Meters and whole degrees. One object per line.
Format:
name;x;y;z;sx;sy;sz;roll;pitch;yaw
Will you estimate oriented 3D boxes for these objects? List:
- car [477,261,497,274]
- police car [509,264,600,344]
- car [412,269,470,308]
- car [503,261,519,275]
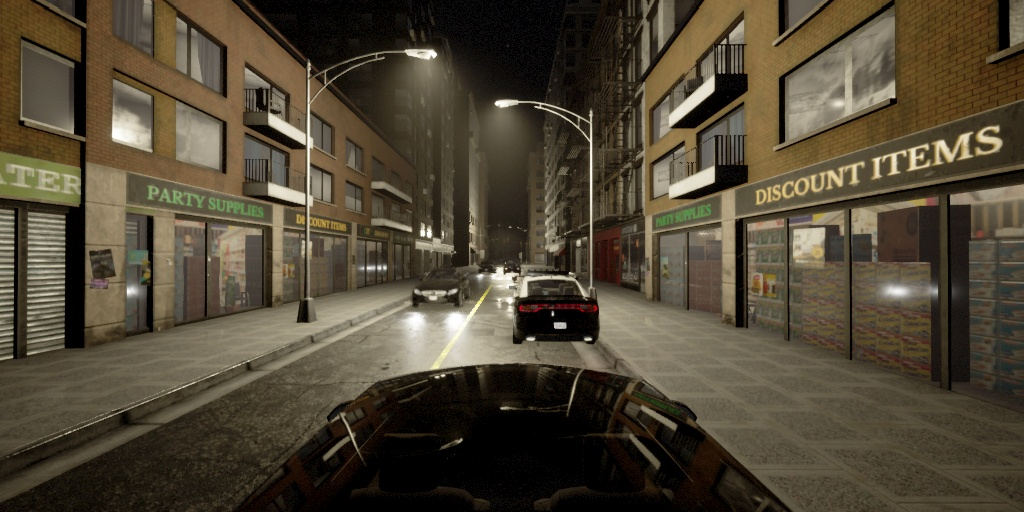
car;-2.802;1.279;40.953;1.837;1.490;4.892;0;0;0
police car;0.953;1.178;9.702;1.930;1.638;5.238;0;0;0
car;-2.867;1.279;15.377;1.812;1.442;4.674;0;0;0
car;0.028;1.373;39.283;1.895;1.301;4.718;0;0;0
